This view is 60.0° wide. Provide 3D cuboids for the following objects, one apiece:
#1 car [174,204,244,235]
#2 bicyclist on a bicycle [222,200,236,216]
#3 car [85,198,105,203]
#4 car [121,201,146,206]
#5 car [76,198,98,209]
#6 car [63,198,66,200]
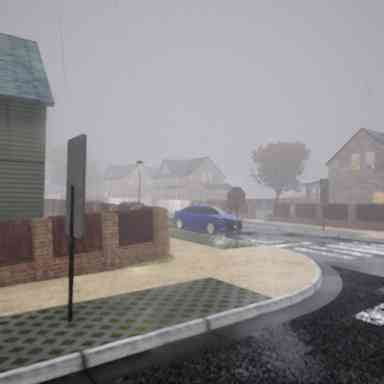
[{"bbox_3d":[0.827,1.478,18.891,1.882,1.535,5.008,2,-1,-33],"label":"car"},{"bbox_3d":[2.873,1.461,26.414,1.656,1.620,0.582,1,-1,-34],"label":"bicyclist on a bicycle"},{"bbox_3d":[-10.174,1.569,35.510,1.812,1.442,4.674,2,-1,-33],"label":"car"},{"bbox_3d":[-4.695,1.528,27.227,1.837,1.490,4.892,2,-1,-33],"label":"car"},{"bbox_3d":[-15.478,1.660,48.833,1.812,1.442,4.674,2,-1,-34],"label":"car"},{"bbox_3d":[-20.889,1.648,56.989,1.837,1.490,4.892,2,-1,-33],"label":"car"}]
